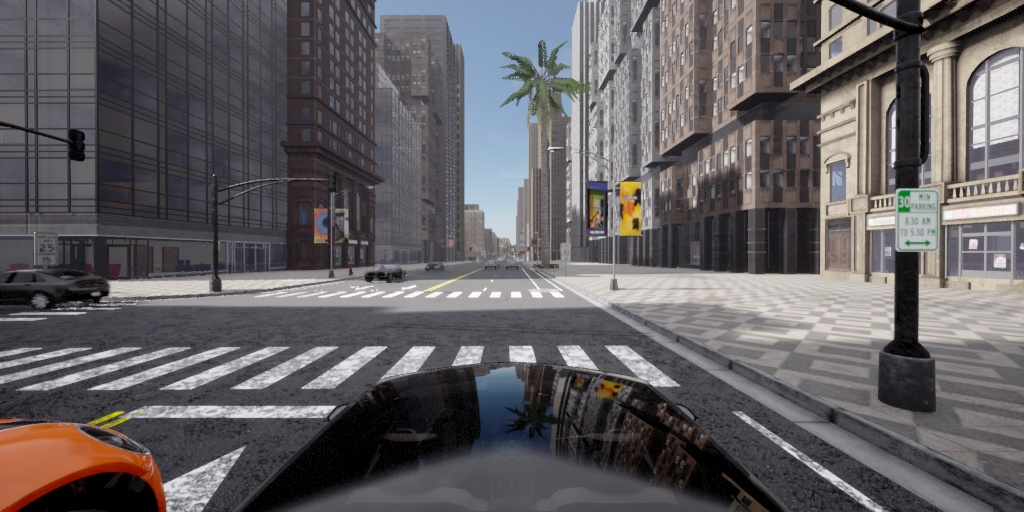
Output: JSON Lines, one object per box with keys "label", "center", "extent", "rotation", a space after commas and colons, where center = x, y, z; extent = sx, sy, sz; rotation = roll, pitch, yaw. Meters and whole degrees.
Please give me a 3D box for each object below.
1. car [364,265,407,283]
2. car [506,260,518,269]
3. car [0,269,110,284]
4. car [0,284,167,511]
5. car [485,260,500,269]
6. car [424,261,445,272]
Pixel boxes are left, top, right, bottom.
{"label": "car", "center": [-9.838, 1.357, 28.110], "extent": [1.895, 1.301, 4.718], "rotation": [0, 0, 0]}
{"label": "car", "center": [0.024, 1.335, 55.734], "extent": [2.033, 1.411, 5.357], "rotation": [0, 0, 0]}
{"label": "car", "center": [-18.896, 1.276, 14.057], "extent": [4.892, 1.490, 1.837], "rotation": [0, 2, -4]}
{"label": "car", "center": [-3.150, 1.102, 0.256], "extent": [2.097, 1.767, 4.553], "rotation": [0, 0, 0]}
{"label": "car", "center": [-3.226, 1.335, 55.736], "extent": [2.033, 1.411, 5.357], "rotation": [0, 0, 0]}
{"label": "car", "center": [-9.820, 1.336, 45.920], "extent": [1.994, 1.385, 4.181], "rotation": [0, 0, 0]}
